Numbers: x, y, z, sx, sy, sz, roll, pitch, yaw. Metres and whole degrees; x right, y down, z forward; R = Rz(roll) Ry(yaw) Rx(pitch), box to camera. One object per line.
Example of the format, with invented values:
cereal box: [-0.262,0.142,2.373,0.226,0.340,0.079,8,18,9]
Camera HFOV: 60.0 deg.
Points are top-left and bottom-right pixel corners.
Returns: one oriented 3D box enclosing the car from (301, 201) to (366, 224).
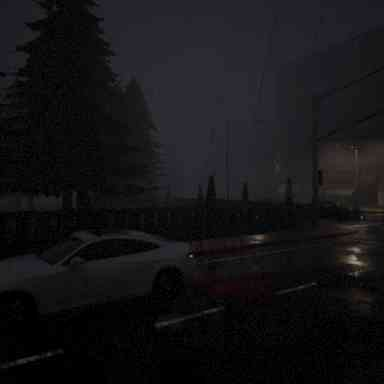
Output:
car: [10.098,1.436,24.251,2.128,1.511,4.902,0,0,-29]

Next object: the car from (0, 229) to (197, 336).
car: [-2.042,1.526,6.793,4.674,1.442,1.812,0,0,-35]

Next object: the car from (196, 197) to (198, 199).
car: [1.460,1.491,49.499,2.033,1.411,5.357,0,0,-11]

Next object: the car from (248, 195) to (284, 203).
car: [8.114,1.422,33.952,1.882,1.535,5.008,0,0,-32]

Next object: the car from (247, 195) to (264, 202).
car: [14.868,1.469,77.593,1.812,1.442,4.674,0,0,40]

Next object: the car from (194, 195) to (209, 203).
car: [1.982,1.449,66.929,2.128,1.511,4.902,0,0,14]

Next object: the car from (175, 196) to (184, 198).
car: [-2.313,1.492,61.957,2.033,1.411,5.357,0,0,7]

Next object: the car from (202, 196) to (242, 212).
car: [2.917,1.297,36.014,2.097,1.767,4.553,0,0,-28]
